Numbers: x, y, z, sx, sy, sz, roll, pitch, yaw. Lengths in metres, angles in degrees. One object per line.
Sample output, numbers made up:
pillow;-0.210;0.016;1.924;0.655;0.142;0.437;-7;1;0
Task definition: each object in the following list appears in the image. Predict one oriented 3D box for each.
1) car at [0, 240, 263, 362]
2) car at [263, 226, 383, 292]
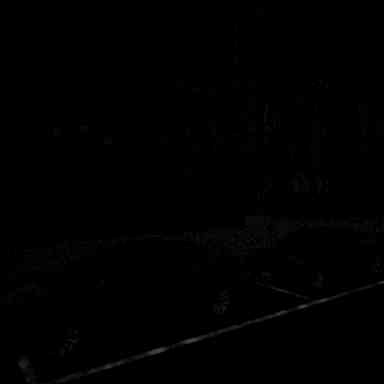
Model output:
car;-1.014;1.591;5.928;4.313;1.339;1.947;1;-1;-35
car;3.575;1.648;9.199;4.313;1.339;1.947;1;-1;-35
